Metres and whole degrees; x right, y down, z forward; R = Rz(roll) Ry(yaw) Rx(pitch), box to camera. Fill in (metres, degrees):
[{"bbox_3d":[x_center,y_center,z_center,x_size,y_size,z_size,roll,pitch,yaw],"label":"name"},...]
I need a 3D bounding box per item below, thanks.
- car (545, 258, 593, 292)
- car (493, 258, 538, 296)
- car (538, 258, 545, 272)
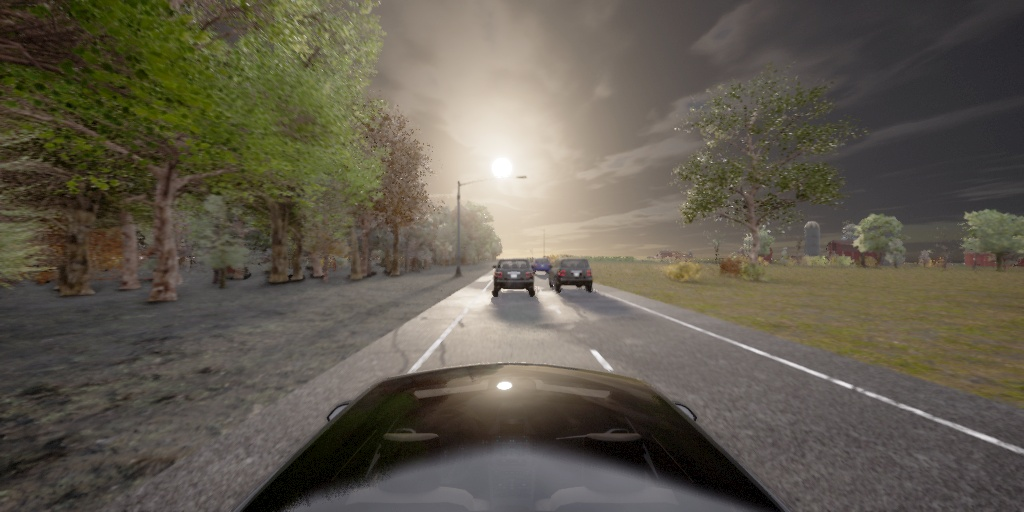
[{"bbox_3d":[3.588,1.126,22.637,2.150,2.045,5.566,0,0,0],"label":"car"},{"bbox_3d":[0.094,1.111,20.605,2.150,2.045,5.566,0,0,0],"label":"car"},{"bbox_3d":[3.586,1.276,44.714,2.150,2.045,5.566,0,0,0],"label":"car"}]
